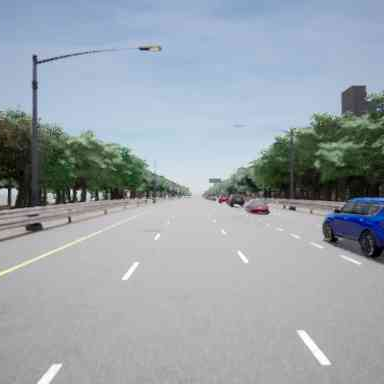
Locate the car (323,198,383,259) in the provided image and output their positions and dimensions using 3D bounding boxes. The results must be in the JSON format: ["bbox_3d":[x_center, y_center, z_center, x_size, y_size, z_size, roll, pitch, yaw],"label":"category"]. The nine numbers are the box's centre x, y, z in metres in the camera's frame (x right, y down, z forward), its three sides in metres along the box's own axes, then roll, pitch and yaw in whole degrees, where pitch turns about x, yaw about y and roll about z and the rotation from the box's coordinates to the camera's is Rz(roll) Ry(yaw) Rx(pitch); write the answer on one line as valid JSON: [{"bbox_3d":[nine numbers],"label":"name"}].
[{"bbox_3d":[7.014,1.222,12.794,2.150,2.045,5.566,0,0,0],"label":"car"}]

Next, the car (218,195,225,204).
[{"bbox_3d":[7.327,1.669,77.456,2.150,2.045,5.566,0,-1,1],"label":"car"}]

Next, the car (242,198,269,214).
[{"bbox_3d":[7.074,1.609,36.329,1.994,1.385,4.181,0,0,0],"label":"car"}]

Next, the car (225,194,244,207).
[{"bbox_3d":[7.159,1.386,53.893,2.150,2.045,5.566,0,-1,0],"label":"car"}]
